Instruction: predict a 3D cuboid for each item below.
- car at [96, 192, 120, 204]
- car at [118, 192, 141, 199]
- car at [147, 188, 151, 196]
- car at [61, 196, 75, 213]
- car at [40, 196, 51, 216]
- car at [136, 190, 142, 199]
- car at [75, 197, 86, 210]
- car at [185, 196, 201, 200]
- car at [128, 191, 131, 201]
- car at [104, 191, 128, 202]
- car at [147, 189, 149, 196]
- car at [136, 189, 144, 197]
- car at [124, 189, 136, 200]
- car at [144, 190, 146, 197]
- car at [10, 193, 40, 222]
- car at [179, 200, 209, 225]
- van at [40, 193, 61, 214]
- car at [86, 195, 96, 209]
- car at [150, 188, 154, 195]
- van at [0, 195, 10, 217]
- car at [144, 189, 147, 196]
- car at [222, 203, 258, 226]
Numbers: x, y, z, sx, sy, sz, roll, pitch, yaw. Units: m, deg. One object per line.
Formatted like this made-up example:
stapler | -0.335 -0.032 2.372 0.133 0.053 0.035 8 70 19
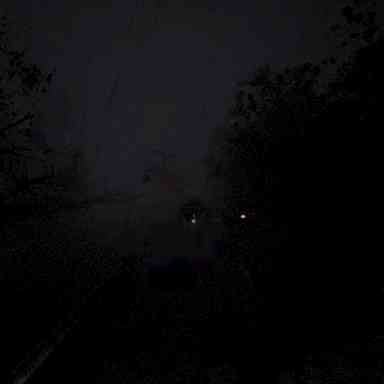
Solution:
car | -13.813 1.142 49.797 4.792 1.488 2.163 -1 0 -20
car | -13.848 0.812 73.792 4.792 1.488 2.163 -1 1 -20
car | -13.806 0.508 85.813 5.008 1.535 2.097 -1 2 -20
car | -13.823 1.155 31.799 4.553 1.767 2.185 -1 1 -20
car | -13.849 1.337 25.826 4.892 1.521 2.231 -1 1 -20
car | -13.654 0.886 67.865 5.366 1.575 1.946 -1 1 -20
car | -13.845 1.293 34.773 4.674 1.452 2.002 -1 1 -20
car | 0.103 1.233 40.455 1.812 1.442 4.674 0 1 0
car | -13.837 1.059 58.793 4.674 1.452 2.002 -1 0 -20
car | -14.006 1.054 55.720 5.366 1.575 1.946 -1 1 -20
car | -13.818 0.622 82.815 4.674 1.452 2.002 -1 1 -20
car | -13.853 0.589 70.788 5.566 2.045 2.435 -1 1 -20
car | -13.808 0.733 61.809 5.566 2.045 2.435 -1 0 -20
car | -13.822 0.763 76.817 4.674 1.452 2.002 -1 1 -20
car | -13.836 1.113 22.855 5.566 2.045 2.435 -1 0 -20
car | 0.102 1.472 22.747 1.895 1.301 4.718 0 1 0
van | -13.965 1.085 28.764 4.442 1.987 1.878 -1 1 -20
car | -13.821 1.254 37.791 4.792 1.488 2.163 -1 0 -20
car | -13.783 0.385 91.829 4.792 1.488 2.163 -1 1 -20
van | -13.754 1.164 19.903 4.442 1.987 1.878 -1 0 -20
car | -13.850 0.528 79.801 4.553 1.767 2.185 -1 1 -20
car | 3.102 1.440 22.186 1.994 1.385 4.181 0 1 0
